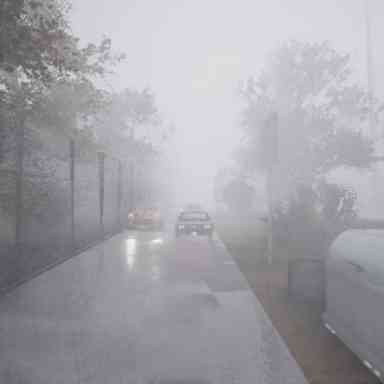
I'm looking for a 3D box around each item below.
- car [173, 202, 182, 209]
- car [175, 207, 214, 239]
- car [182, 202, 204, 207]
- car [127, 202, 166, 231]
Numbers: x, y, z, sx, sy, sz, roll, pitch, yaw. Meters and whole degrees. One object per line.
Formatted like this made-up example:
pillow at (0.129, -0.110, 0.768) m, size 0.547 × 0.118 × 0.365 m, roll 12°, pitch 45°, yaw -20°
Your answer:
car at (-2.501, 2.542, 62.555) m, size 2.033 × 1.411 × 5.357 m, roll 0°, pitch -2°, yaw 1°
car at (0.116, 1.682, 17.870) m, size 1.895 × 1.301 × 4.718 m, roll 0°, pitch 0°, yaw 0°
car at (0.184, 1.835, 35.900) m, size 1.837 × 1.490 × 4.892 m, roll 0°, pitch -1°, yaw 0°
car at (-2.834, 1.464, 21.515) m, size 2.097 × 1.767 × 4.553 m, roll 0°, pitch -1°, yaw 0°
